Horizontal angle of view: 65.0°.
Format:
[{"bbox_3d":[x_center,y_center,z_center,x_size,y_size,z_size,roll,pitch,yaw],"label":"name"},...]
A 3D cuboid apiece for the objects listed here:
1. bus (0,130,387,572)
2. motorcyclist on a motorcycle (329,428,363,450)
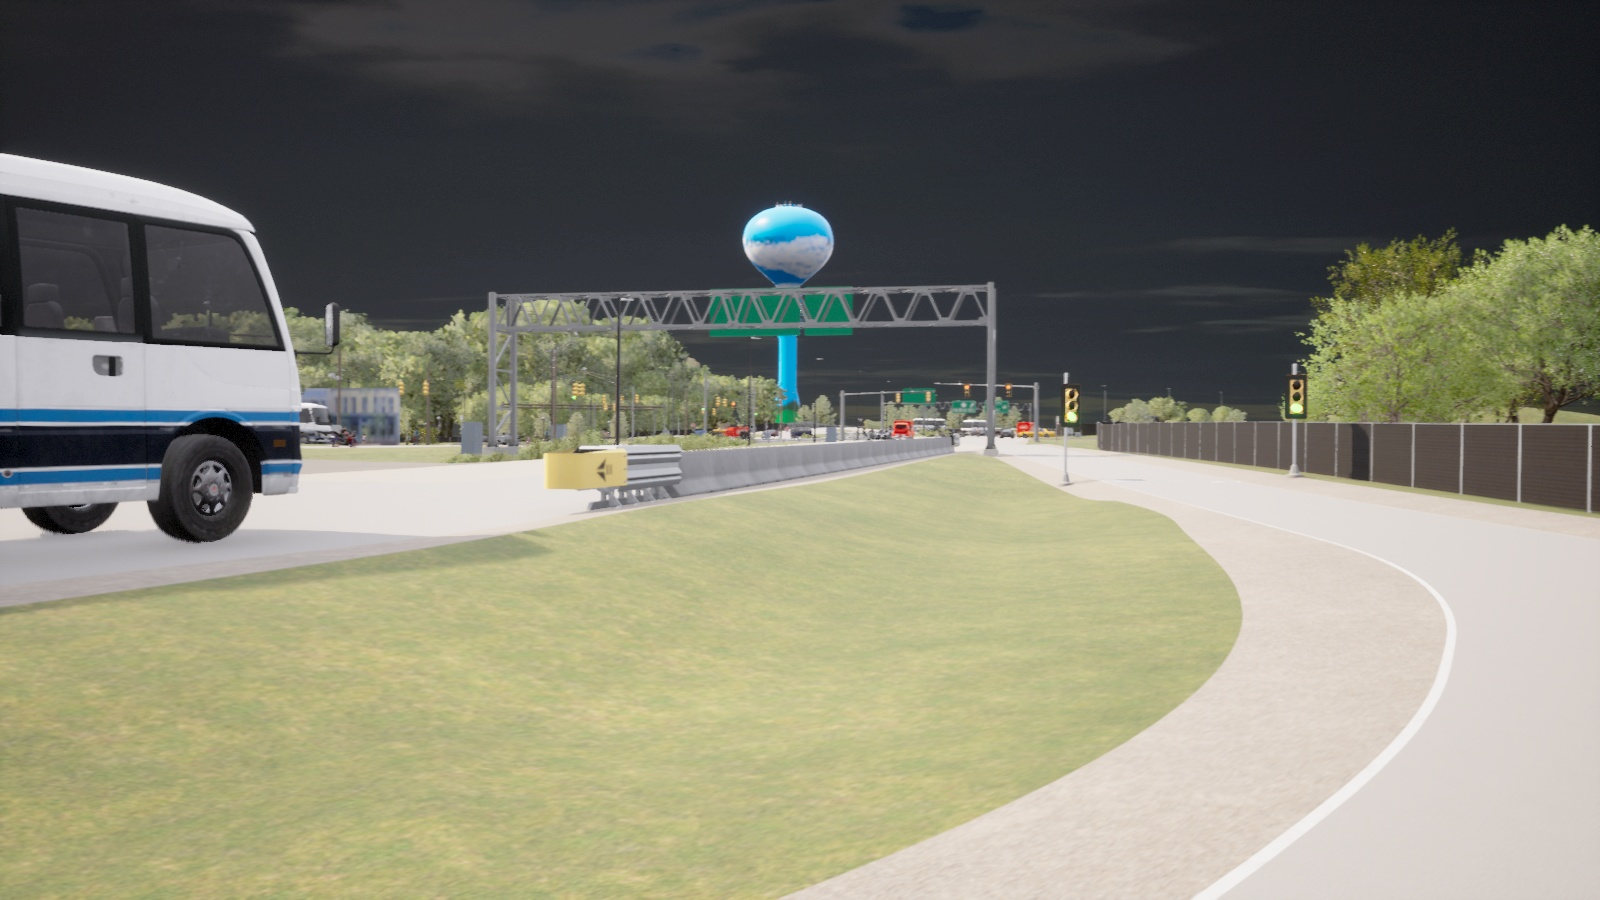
[{"bbox_3d":[-9.602,-0.954,12.710,3.944,4.253,10.273,0,1,30],"label":"bus"},{"bbox_3d":[-32.161,-0.764,88.995,0.866,1.530,2.191,-1,0,29],"label":"motorcyclist on a motorcycle"}]
